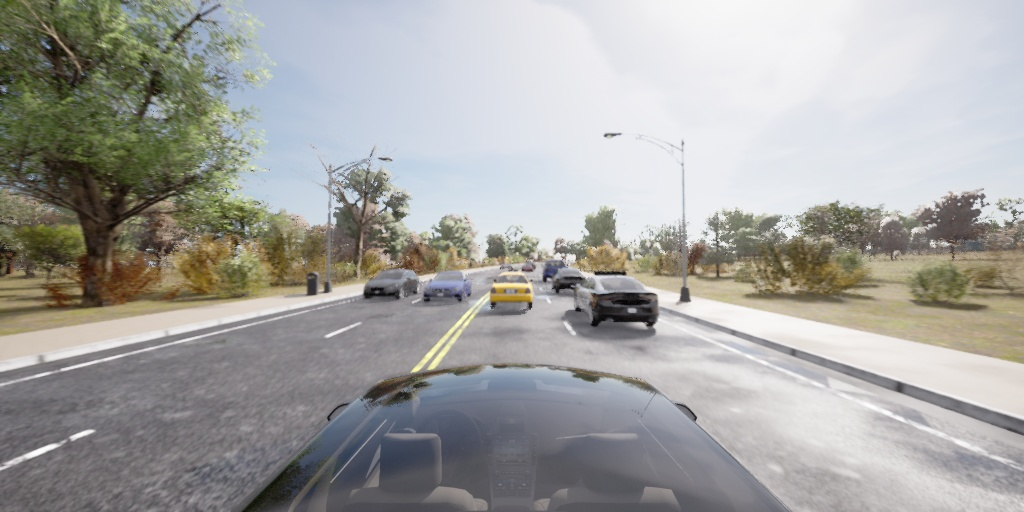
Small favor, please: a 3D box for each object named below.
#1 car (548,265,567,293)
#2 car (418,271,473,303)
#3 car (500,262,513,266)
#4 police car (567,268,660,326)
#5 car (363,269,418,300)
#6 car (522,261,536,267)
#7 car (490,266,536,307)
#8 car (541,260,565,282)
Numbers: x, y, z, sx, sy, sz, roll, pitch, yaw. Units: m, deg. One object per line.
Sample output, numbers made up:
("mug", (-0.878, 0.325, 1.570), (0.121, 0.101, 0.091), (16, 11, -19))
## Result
("car", (3.584, 1.538, 23.217), (1.837, 1.490, 4.892), (0, -1, 2))
("car", (-3.131, 1.495, 18.297), (1.812, 1.442, 4.674), (0, -1, 1))
("car", (-0.888, 1.659, 59.351), (1.994, 1.385, 4.181), (0, -1, 5))
("police car", (3.332, 1.322, 12.407), (1.930, 1.638, 5.238), (0, -1, 1))
("car", (-6.350, 1.487, 19.462), (1.837, 1.490, 4.892), (0, -1, 2))
("car", (2.610, 2.030, 60.926), (1.994, 1.385, 4.181), (0, -1, 5))
("car", (0.051, 1.404, 16.607), (1.801, 1.575, 5.366), (0, -1, 2))
("car", (4.009, 1.386, 34.168), (2.150, 2.045, 5.566), (0, -1, 3))
